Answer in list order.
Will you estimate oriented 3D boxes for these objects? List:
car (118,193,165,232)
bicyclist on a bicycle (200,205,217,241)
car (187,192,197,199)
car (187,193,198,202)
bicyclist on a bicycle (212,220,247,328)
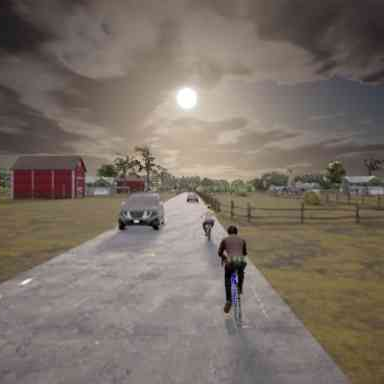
[{"bbox_3d":[-2.852,1.119,19.864,2.150,2.045,5.566,0,1,0],"label":"car"},{"bbox_3d":[0.763,1.378,15.188,0.866,1.612,1.509,0,0,0],"label":"bicyclist on a bicycle"},{"bbox_3d":[-0.008,0.814,73.860,2.033,1.411,5.357,0,1,0],"label":"car"},{"bbox_3d":[0.096,1.009,57.994,1.994,1.385,4.181,0,1,0],"label":"car"},{"bbox_3d":[0.756,1.445,6.040,0.582,1.620,1.656,0,0,0],"label":"bicyclist on a bicycle"}]
